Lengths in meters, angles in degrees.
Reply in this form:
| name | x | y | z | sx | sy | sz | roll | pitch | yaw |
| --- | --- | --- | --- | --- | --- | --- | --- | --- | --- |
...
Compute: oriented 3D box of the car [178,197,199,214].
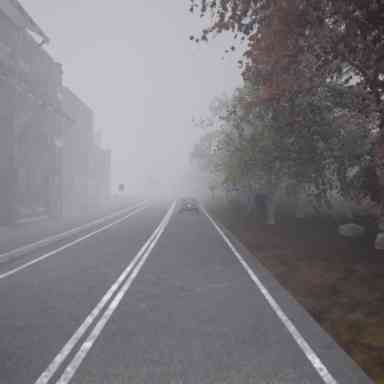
| name | x | y | z | sx | sy | sz | roll | pitch | yaw |
| --- | --- | --- | --- | --- | --- | --- | --- | --- | --- |
| car | -0.305 | 1.184 | 30.510 | 2.033 | 1.411 | 5.357 | 0 | 1 | -1 |
